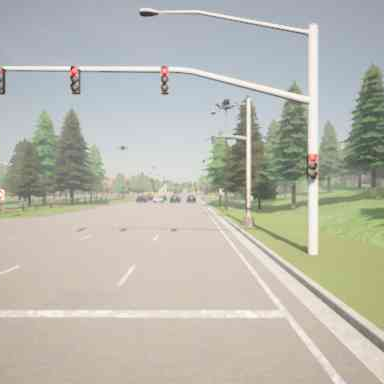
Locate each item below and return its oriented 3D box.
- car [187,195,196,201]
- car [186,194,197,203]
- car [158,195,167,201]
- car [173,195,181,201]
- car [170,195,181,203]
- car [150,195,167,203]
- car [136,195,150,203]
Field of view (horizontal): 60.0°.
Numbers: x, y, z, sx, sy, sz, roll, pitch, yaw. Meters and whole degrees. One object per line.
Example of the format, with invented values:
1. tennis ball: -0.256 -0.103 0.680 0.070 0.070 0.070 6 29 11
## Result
1. car: -0.118 1.438 80.825 1.994 1.385 4.181 0 0 0
2. car: -0.103 1.393 70.759 2.097 1.767 4.553 0 0 0
3. car: -7.118 1.438 80.815 1.994 1.385 4.181 0 0 0
4. car: -3.618 1.410 80.820 1.812 1.442 4.674 0 0 0
5. car: -3.603 1.394 70.787 2.097 1.767 4.553 0 0 0
6. car: -7.103 1.634 70.842 1.895 1.301 4.718 0 0 0
7. car: -10.602 1.538 70.390 1.837 1.490 4.892 0 0 0
